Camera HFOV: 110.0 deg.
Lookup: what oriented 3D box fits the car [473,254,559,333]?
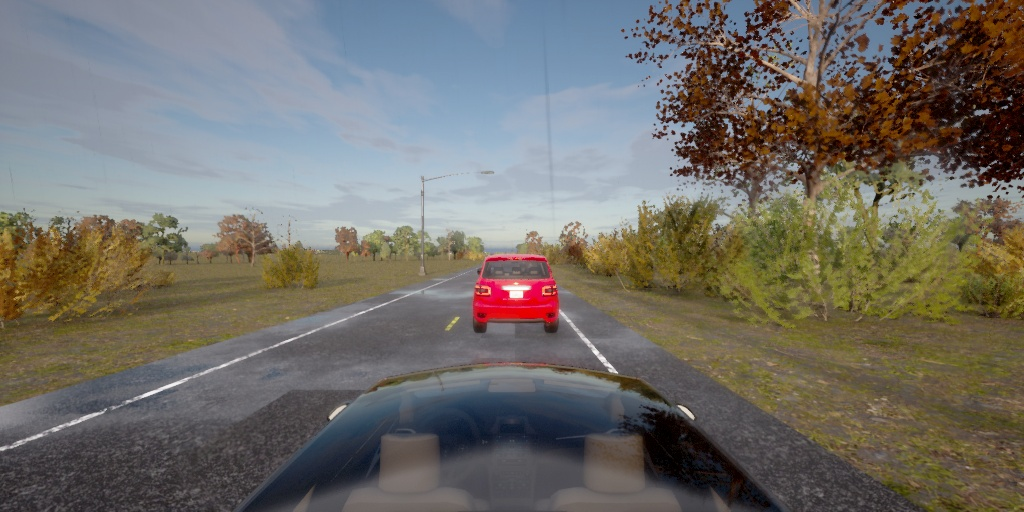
[{"bbox_3d":[0.088,0.968,10.854,2.150,2.045,5.566,0,0,0],"label":"car"}]

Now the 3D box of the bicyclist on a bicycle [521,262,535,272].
[{"bbox_3d":[0.935,1.114,18.560,0.659,1.776,1.843,0,0,0],"label":"bicyclist on a bicycle"}]

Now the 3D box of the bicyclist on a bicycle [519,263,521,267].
[{"bbox_3d":[0.891,1.110,28.573,0.659,1.776,1.843,0,0,0],"label":"bicyclist on a bicycle"}]

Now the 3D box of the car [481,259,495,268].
[{"bbox_3d":[-3.922,1.280,59.743,2.033,1.411,5.357,0,0,0],"label":"car"}]
